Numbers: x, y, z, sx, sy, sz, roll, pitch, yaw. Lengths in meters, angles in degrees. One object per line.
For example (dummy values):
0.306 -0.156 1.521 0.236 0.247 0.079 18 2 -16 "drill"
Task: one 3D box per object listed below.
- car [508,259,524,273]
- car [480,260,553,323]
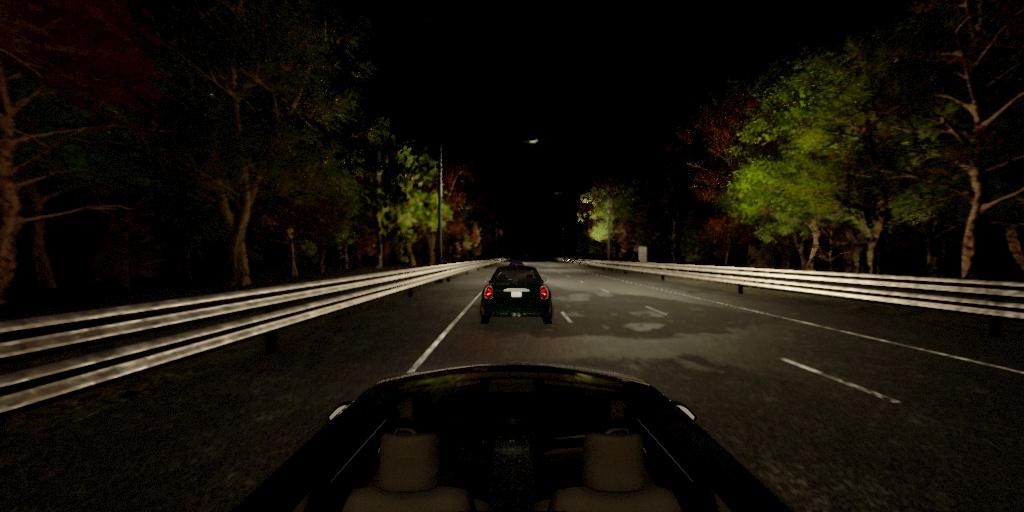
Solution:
0.550 1.221 44.721 1.882 1.535 5.008 0 0 1 "car"
0.136 1.101 12.200 2.097 1.767 4.553 0 0 0 "car"
